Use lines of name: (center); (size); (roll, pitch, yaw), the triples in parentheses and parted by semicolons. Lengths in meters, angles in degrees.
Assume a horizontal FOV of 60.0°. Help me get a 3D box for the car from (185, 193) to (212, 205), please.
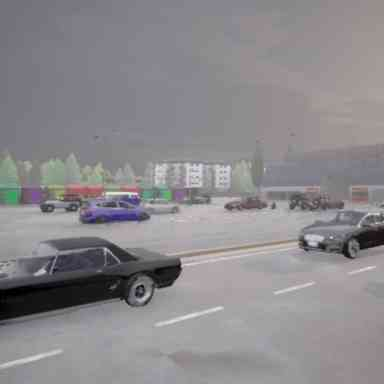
car: (1.477, 1.079, 54.142); (3.866, 1.878, 1.905); (0, 0, -35)

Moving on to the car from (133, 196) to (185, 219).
car: (-2.970, 1.360, 30.262); (3.806, 1.475, 1.970); (0, 0, -35)

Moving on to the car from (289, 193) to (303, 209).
car: (12.848, 1.079, 38.148); (3.866, 1.878, 1.905); (0, 0, -35)

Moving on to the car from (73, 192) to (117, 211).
car: (-12.809, 1.118, 44.000); (4.605, 1.855, 1.932); (0, 0, -35)

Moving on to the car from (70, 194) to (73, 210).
car: (-14.431, 1.328, 46.401); (3.905, 1.438, 1.784); (0, 0, -35)

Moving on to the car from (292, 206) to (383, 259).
car: (6.054, 1.463, 12.588); (4.902, 1.511, 2.128); (0, 0, -35)

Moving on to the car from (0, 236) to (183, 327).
car: (-2.616, 1.598, 6.411); (4.718, 1.301, 1.895); (0, 0, -35)

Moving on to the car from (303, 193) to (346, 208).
car: (14.476, 1.076, 35.755); (4.605, 1.855, 1.932); (0, 0, -35)
